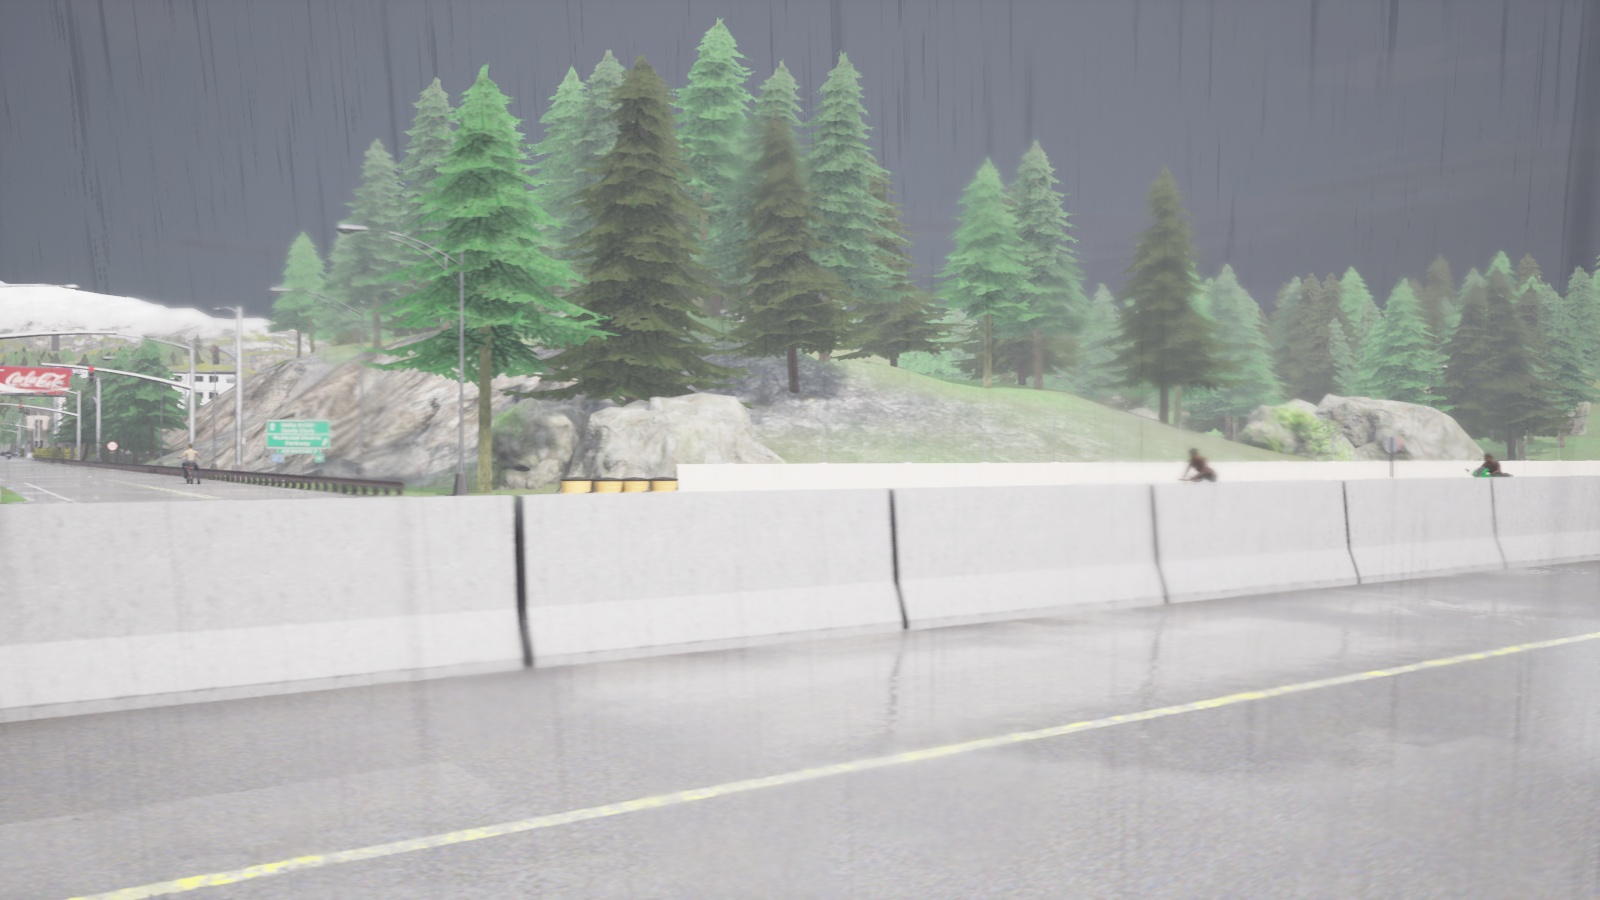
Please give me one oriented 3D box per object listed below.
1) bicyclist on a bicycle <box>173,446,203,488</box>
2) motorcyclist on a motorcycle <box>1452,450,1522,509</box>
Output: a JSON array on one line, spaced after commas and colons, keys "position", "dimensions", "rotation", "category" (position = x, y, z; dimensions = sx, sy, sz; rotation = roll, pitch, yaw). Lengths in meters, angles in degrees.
[{"position": [-24.104, 0.658, 49.433], "dimensions": [0.866, 1.612, 1.509], "rotation": [0, 0, -34], "category": "bicyclist on a bicycle"}, {"position": [18.316, 0.770, 33.465], "dimensions": [2.044, 1.523, 0.797], "rotation": [0, 0, -35], "category": "motorcyclist on a motorcycle"}]
